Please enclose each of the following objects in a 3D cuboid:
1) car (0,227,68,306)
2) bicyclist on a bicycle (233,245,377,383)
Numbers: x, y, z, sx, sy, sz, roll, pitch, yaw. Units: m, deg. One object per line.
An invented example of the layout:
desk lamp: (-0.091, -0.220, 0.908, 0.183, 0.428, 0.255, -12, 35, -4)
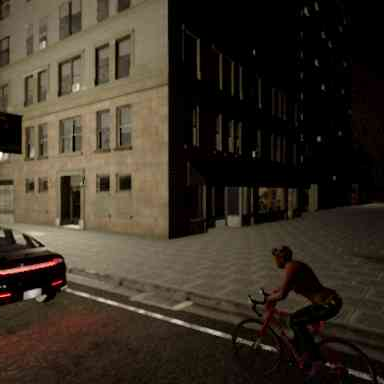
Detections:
car: (-4.621, 1.480, 6.977, 4.902, 1.511, 2.128, 0, 0, 36)
bicyclist on a bicycle: (1.189, 1.451, 3.812, 1.656, 1.620, 0.582, 0, 0, 36)
